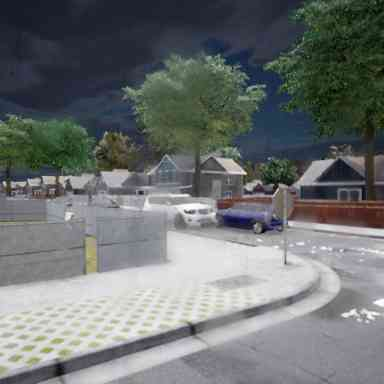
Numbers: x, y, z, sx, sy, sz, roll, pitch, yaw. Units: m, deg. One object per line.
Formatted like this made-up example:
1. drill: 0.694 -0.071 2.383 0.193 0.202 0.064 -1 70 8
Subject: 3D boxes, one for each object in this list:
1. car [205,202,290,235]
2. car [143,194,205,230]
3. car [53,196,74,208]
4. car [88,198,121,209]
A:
1. car: 3.147 1.310 18.822 2.097 1.767 4.553 0 1 -38
2. car: -0.977 1.135 20.725 2.150 2.045 5.566 -2 0 -38
3. car: -17.051 1.344 44.066 2.128 1.511 4.902 0 0 -35
4. car: -8.372 1.359 31.576 1.882 1.535 5.008 0 0 -35
